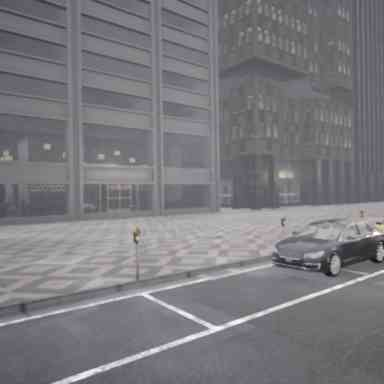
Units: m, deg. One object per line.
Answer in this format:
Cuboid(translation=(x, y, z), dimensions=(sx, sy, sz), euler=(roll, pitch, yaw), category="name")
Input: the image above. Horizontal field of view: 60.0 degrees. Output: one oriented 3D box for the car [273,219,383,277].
Cuboid(translation=(4.258, 1.518, 10.024), dimensions=(4.403, 1.369, 2.008), euler=(-1, 0, -37), category="car")
